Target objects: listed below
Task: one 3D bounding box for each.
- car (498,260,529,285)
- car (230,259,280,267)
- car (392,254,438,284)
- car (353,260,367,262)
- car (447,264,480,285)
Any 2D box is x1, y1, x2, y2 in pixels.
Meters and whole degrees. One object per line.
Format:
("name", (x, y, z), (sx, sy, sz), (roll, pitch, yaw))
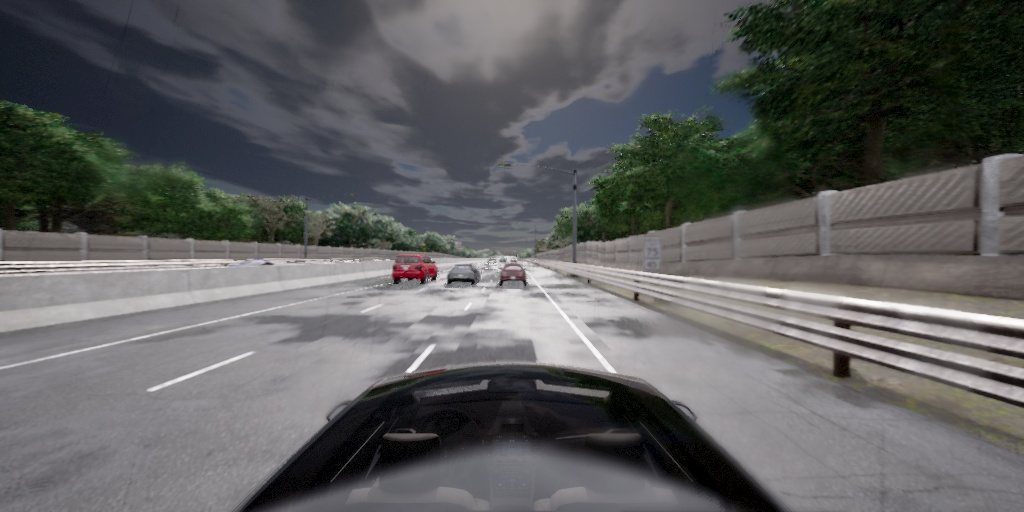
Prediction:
("car", (0.079, 1.275, 25.901), (1.812, 1.442, 4.674), (0, 0, 0))
("car", (-20.974, 1.097, 29.724), (1.812, 1.442, 4.674), (0, 0, 1))
("car", (-6.918, 0.912, 25.999), (2.150, 2.045, 5.566), (0, 0, 0))
("car", (-20.833, 1.216, 48.435), (1.895, 1.301, 4.718), (0, 0, 0))
("car", (-3.421, 1.284, 25.932), (1.994, 1.385, 4.181), (0, 0, 0))
